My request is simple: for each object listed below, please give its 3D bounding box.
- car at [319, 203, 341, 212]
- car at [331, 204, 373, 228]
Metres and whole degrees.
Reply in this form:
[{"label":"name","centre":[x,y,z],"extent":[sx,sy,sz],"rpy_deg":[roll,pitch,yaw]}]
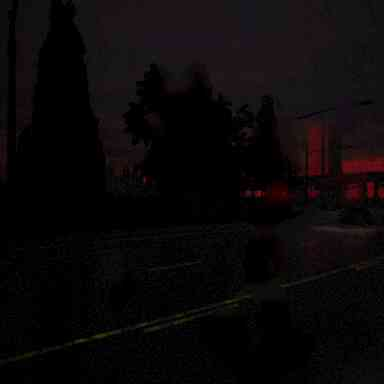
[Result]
[{"label":"car","centre":[26.323,3.032,64.573],"extent":[1.837,1.490,4.892],"rpy_deg":[0,-1,-4]},{"label":"car","centre":[12.902,1.946,26.283],"extent":[1.882,1.535,5.008],"rpy_deg":[0,-1,38]}]
